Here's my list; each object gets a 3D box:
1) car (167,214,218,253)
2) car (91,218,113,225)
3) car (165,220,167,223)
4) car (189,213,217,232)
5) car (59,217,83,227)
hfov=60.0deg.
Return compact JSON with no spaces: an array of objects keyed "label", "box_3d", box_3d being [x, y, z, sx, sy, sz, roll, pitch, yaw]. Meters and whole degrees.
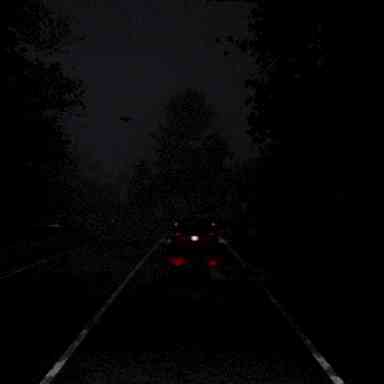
[{"label":"car","box_3d":[0.128,1.883,15.110,1.994,1.385,4.181,0,-2,1]},{"label":"car","box_3d":[-17.116,5.627,63.522,1.994,1.385,4.181,-3,-5,34]},{"label":"car","box_3d":[-3.647,6.199,71.276,4.181,1.385,1.994,1,-5,-5]},{"label":"car","box_3d":[1.079,2.639,28.969,1.882,1.535,5.008,-1,-5,9]},{"label":"car","box_3d":[-16.419,4.058,44.934,2.033,1.411,5.357,3,-6,-36]}]
